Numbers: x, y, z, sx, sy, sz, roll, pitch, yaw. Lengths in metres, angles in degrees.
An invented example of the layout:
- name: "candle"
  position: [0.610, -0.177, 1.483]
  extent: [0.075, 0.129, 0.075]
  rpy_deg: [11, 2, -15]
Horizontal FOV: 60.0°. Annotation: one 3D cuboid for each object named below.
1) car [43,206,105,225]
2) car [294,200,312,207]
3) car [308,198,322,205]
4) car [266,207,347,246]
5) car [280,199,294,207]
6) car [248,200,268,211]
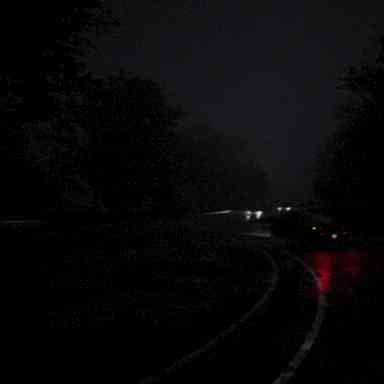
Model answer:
- name: "car"
  position: [-9.984, 1.944, 28.182]
  extent: [5.008, 1.535, 1.882]
  rpy_deg: [-1, -2, 3]
- name: "car"
  position: [20.371, 2.080, 59.971]
  extent: [1.812, 1.442, 4.674]
  rpy_deg: [-1, -1, 31]
- name: "car"
  position: [25.618, 1.948, 69.120]
  extent: [1.837, 1.490, 4.892]
  rpy_deg: [-1, -1, 30]
- name: "car"
  position: [5.542, 1.679, 16.224]
  extent: [1.812, 1.442, 4.674]
  rpy_deg: [0, -1, -11]
- name: "car"
  position: [18.149, 2.095, 63.232]
  extent: [1.882, 1.535, 5.008]
  rpy_deg: [-1, -1, 30]
- name: "car"
  position: [9.814, 2.029, 49.024]
  extent: [1.837, 1.490, 4.892]
  rpy_deg: [-1, -1, 30]
